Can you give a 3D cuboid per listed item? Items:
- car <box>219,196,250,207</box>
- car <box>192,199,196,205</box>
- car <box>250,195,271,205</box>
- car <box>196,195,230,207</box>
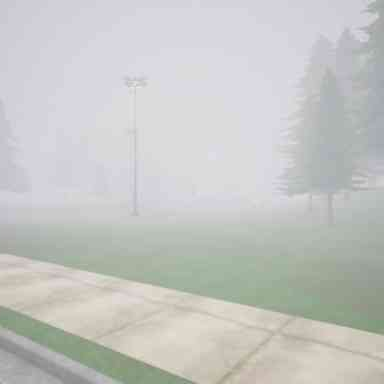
[{"bbox_3d":[6.651,1.625,51.233,1.895,1.301,4.718,0,0,37],"label":"car"},{"bbox_3d":[2.147,1.580,56.969,2.033,1.411,5.357,0,0,37],"label":"car"},{"bbox_3d":[12.452,1.375,59.262,2.097,1.767,4.553,0,0,36],"label":"car"},{"bbox_3d":[3.405,1.576,52.750,2.033,1.411,5.357,0,0,37],"label":"car"}]
